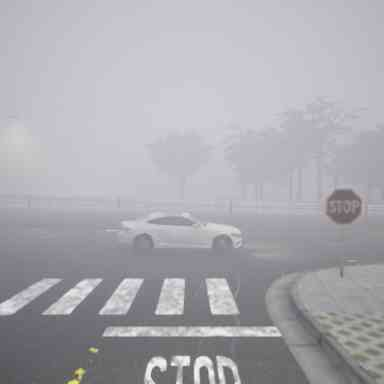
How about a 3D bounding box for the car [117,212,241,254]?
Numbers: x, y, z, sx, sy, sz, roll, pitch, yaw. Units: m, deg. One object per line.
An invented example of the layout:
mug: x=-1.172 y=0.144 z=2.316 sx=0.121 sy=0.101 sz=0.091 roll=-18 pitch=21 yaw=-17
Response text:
car: x=-0.462 y=1.496 z=12.713 sx=4.674 sy=1.442 sz=1.812 roll=1 pitch=1 yaw=-2
